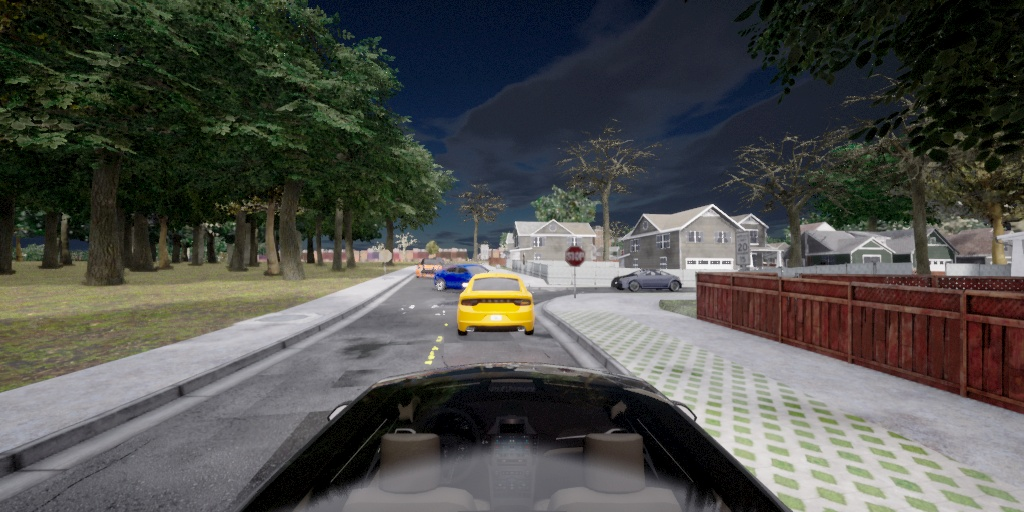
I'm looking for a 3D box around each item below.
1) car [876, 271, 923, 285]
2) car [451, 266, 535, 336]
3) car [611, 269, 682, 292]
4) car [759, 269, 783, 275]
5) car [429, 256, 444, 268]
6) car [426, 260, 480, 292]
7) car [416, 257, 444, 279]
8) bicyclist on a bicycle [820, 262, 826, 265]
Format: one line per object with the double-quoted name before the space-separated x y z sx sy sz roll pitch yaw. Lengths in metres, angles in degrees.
"car" 27.197 1.761 26.015 4.892 1.490 1.837 1 -3 -10
"car" -0.464 1.226 10.491 1.882 1.535 5.008 0 0 -3
"car" 8.423 1.519 22.593 4.181 1.385 1.994 1 -3 -9
"car" 16.956 1.617 24.154 4.674 1.442 1.812 1 -3 -10
"car" -11.874 0.925 56.840 2.097 1.767 4.553 0 0 -9
"car" -2.226 1.205 19.397 5.008 1.535 1.882 1 1 42
"car" -7.229 0.992 31.409 2.097 1.767 4.553 0 0 -11
"bicyclist on a bicycle" 15.825 1.106 18.012 0.582 1.620 1.656 1 -3 -10
